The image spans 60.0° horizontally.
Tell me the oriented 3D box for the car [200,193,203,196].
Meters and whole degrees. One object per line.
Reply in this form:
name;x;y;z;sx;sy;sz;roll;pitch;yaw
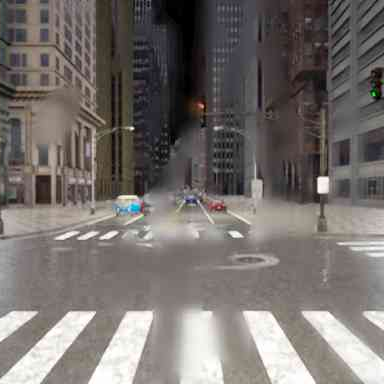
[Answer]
car;2.609;1.338;63.399;1.887;1.381;4.507;0;0;0

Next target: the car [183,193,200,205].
car;-0.138;1.298;55.059;1.882;1.535;5.008;0;0;0

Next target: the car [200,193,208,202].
car;2.642;1.350;52.518;1.752;1.417;4.829;0;0;0

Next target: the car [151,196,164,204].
car;-5.920;1.401;57.866;1.802;1.307;4.206;0;0;0

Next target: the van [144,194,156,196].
van;-5.892;1.192;46.815;1.690;1.788;3.998;0;0;0

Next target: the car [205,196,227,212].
car;2.694;1.419;35.772;1.887;1.381;4.507;0;0;0

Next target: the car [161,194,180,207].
car;-3.189;1.369;48.205;1.812;1.442;4.674;0;0;0

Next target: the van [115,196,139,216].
van;-5.847;1.242;30.240;1.690;1.788;3.998;0;0;0

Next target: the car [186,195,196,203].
car;-0.167;1.354;65.479;1.994;1.385;4.181;0;0;0

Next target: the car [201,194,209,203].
car;2.660;1.386;46.823;1.887;1.381;4.507;0;0;0

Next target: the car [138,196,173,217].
car;-3.159;1.391;29.755;2.128;1.511;4.902;0;0;0

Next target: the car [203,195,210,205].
car;2.677;1.402;41.297;1.887;1.381;4.507;0;0;0

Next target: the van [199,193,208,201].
van;2.574;1.102;74.449;1.690;1.788;3.998;0;0;0

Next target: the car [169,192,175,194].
car;-5.995;1.265;85.320;1.752;1.417;4.829;0;0;0

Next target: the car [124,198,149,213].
car;-5.861;1.429;35.766;1.887;1.381;4.507;0;0;0
